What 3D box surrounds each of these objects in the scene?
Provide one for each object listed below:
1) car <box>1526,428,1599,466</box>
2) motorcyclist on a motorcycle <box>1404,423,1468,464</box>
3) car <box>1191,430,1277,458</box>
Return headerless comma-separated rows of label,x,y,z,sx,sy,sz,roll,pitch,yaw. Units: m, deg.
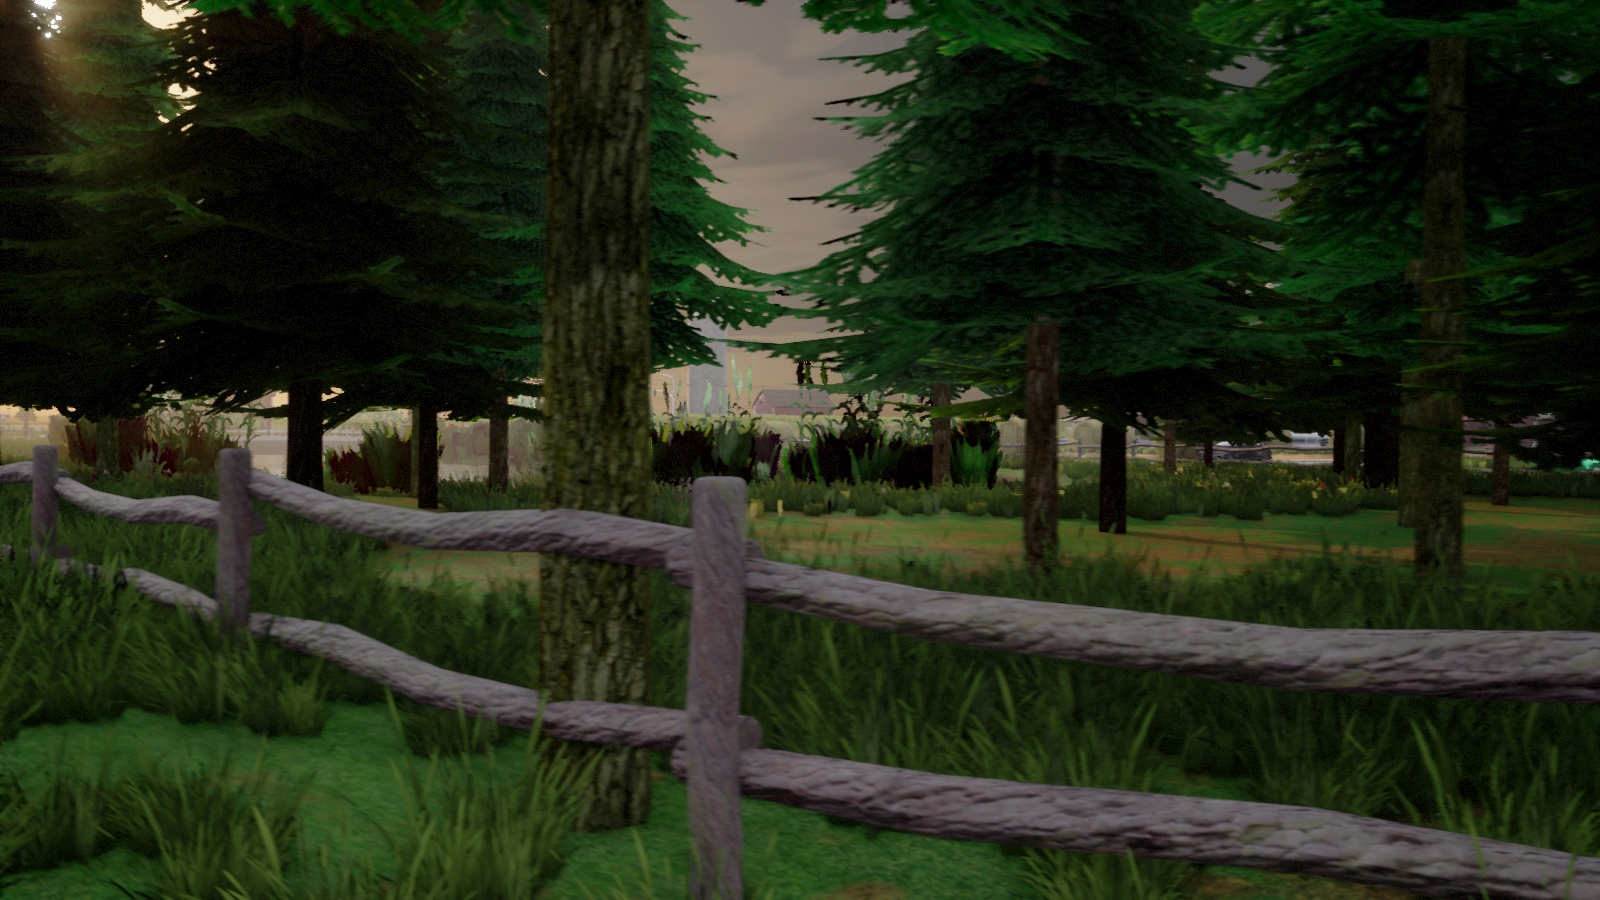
car,28.526,-0.121,46.690,1.481,1.376,2.207,-1,1,-27
motorcyclist on a motorcycle,26.078,-0.267,51.512,0.766,1.649,2.350,-1,1,-27
car,23.206,-0.344,67.094,4.674,1.442,1.812,-1,1,-32
